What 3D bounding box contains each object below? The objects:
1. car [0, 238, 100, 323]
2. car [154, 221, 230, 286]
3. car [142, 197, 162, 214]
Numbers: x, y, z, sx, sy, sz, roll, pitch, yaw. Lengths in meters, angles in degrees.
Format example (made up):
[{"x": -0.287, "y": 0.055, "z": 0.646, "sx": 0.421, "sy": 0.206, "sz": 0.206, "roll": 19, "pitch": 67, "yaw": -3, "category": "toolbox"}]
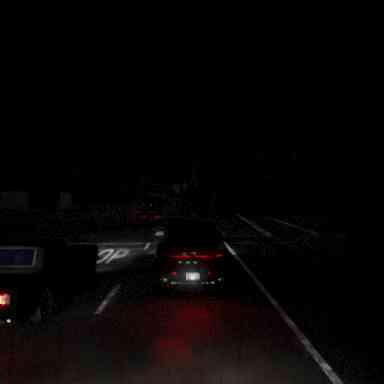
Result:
[{"x": -3.479, "y": 1.666, "z": 7.246, "sx": 1.895, "sy": 1.301, "sz": 4.718, "roll": 0, "pitch": -1, "yaw": -1, "category": "car"}, {"x": -0.029, "y": 1.594, "z": 9.692, "sx": 1.837, "sy": 1.490, "sz": 4.892, "roll": 0, "pitch": 0, "yaw": -1, "category": "car"}, {"x": -4.954, "y": 1.677, "z": 41.214, "sx": 2.150, "sy": 2.045, "sz": 5.566, "roll": 0, "pitch": -1, "yaw": -3, "category": "car"}]
